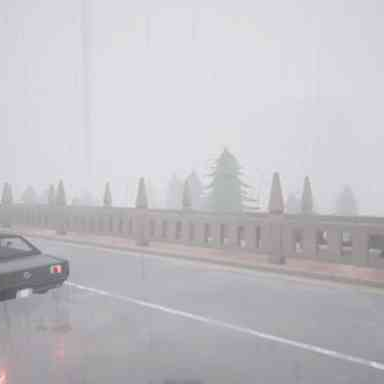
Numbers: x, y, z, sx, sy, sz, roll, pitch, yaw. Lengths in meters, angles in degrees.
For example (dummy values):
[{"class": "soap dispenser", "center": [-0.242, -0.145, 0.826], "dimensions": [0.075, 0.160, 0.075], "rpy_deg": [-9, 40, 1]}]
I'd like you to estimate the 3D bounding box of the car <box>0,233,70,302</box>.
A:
[{"class": "car", "center": [-4.937, 1.603, 7.512], "dimensions": [4.718, 1.301, 1.895], "rpy_deg": [0, 0, 35]}]
